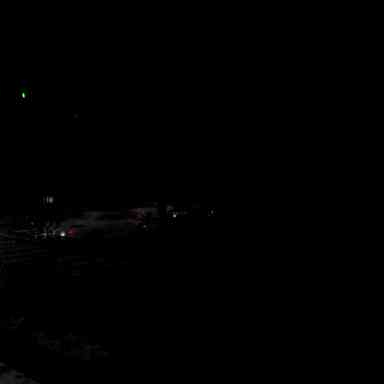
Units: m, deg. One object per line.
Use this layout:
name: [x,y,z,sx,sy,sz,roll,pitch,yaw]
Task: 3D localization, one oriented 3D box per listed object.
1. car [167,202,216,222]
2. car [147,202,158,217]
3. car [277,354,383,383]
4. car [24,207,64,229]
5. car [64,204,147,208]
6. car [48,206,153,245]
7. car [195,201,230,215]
car: [0.023,1.677,28.706,2.128,1.511,4.902,1,0,35]
car: [-3.406,1.653,29.486,1.812,1.442,4.674,1,0,35]
car: [2.408,1.545,1.243,4.507,1.381,1.887,0,1,35]
car: [-8.542,1.652,22.229,1.895,1.301,4.718,1,0,35]
car: [-5.328,1.632,21.139,1.812,1.442,4.674,1,0,35]
car: [-4.358,1.656,16.559,1.812,1.442,4.674,1,0,35]
car: [2.348,1.777,37.596,1.994,1.385,4.181,1,0,36]
